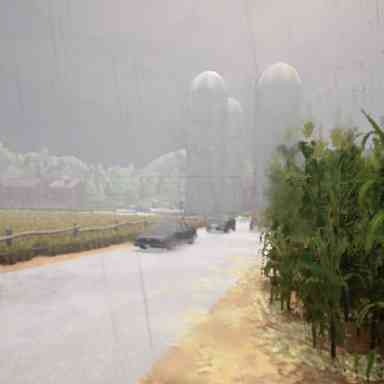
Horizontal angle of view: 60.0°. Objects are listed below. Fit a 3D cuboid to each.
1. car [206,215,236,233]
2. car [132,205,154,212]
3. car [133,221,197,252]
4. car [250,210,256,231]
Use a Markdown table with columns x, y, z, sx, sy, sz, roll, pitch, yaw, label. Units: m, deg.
| x | y | z | sx | sy | sz | roll | pitch | yaw | label |
| --- | --- | --- | --- | --- | --- | --- | --- | --- | --- |
| 2.659 | 2.788 | 29.819 | 2.128 | 1.511 | 4.902 | 1 | -2 | 20 | car |
| -13.182 | 4.272 | 86.748 | 4.611 | 1.667 | 2.242 | 1 | -2 | 19 | car |
| -1.268 | 2.377 | 18.731 | 2.033 | 1.411 | 5.357 | 1 | -2 | 19 | car |
| 7.121 | 2.702 | 32.679 | 2.150 | 2.045 | 5.566 | 1 | -2 | 20 | car |
